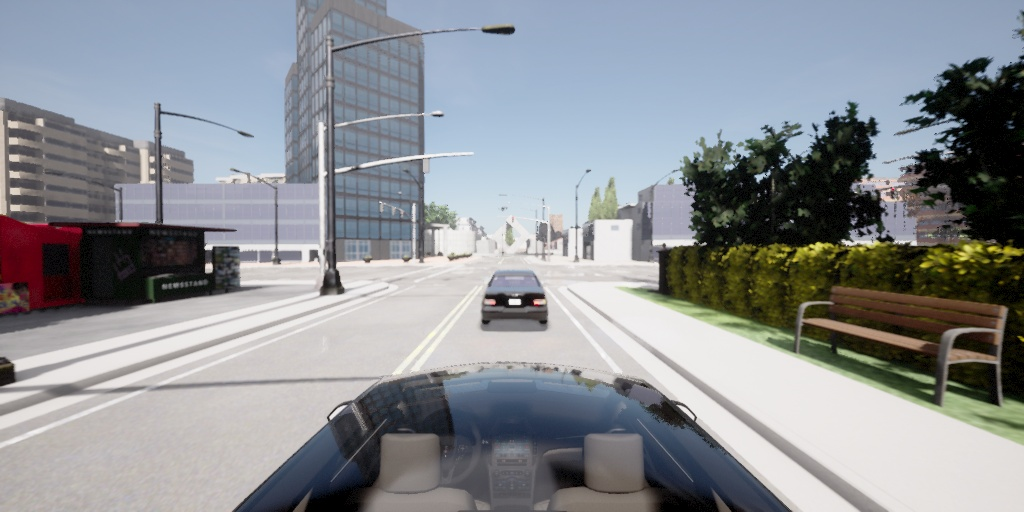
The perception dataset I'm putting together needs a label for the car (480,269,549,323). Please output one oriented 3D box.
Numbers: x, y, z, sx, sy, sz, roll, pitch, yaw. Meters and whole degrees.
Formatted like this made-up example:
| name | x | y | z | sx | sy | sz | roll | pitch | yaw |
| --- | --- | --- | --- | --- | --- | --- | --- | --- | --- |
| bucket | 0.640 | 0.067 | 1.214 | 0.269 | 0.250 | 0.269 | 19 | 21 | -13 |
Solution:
| name | x | y | z | sx | sy | sz | roll | pitch | yaw |
| --- | --- | --- | --- | --- | --- | --- | --- | --- | --- |
| car | 0.075 | 1.102 | 11.124 | 2.033 | 1.411 | 5.357 | 0 | 1 | 0 |
